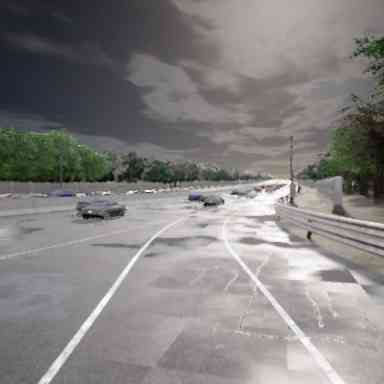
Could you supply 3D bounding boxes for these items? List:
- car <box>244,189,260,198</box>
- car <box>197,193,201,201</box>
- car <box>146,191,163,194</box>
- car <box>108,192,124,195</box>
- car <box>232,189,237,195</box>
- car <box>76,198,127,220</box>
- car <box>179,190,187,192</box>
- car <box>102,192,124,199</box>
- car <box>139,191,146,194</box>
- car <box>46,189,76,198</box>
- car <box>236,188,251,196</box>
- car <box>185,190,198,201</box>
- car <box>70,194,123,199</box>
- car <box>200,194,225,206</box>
[{"bbox_3d":[13.524,0.632,74.607,1.812,1.442,4.674,0,1,19],"label":"car"},{"bbox_3d":[2.899,1.040,54.597,1.895,1.301,4.718,0,1,19],"label":"car"},{"bbox_3d":[-7.097,0.708,68.485,1.837,1.490,4.892,0,1,19],"label":"car"},{"bbox_3d":[-12.347,0.924,53.562,2.128,1.511,4.902,0,1,20],"label":"car"},{"bbox_3d":[12.561,-0.053,93.445,2.097,1.767,4.553,0,2,19],"label":"car"},{"bbox_3d":[-6.908,1.423,26.637,1.994,1.385,4.181,0,1,19],"label":"car"},{"bbox_3d":[-1.964,0.233,83.383,2.097,1.767,4.553,0,1,19],"label":"car"},{"bbox_3d":[-17.070,0.682,71.774,2.033,1.411,5.357,0,1,19],"label":"car"},{"bbox_3d":[-11.930,0.411,86.697,1.895,1.301,4.718,0,1,19],"label":"car"},{"bbox_3d":[-22.304,0.587,56.805,2.150,2.045,5.566,0,1,20],"label":"car"},{"bbox_3d":[13.568,0.373,85.541,2.033,1.411,5.357,0,2,19],"label":"car"},{"bbox_3d":[0.892,0.838,59.480,1.882,1.535,5.008,0,1,19],"label":"car"},{"bbox_3d":[-8.896,1.272,31.539,2.128,1.511,4.902,0,1,19],"label":"car"},{"bbox_3d":[3.033,1.163,44.380,1.994,1.385,4.181,0,1,19],"label":"car"}]
